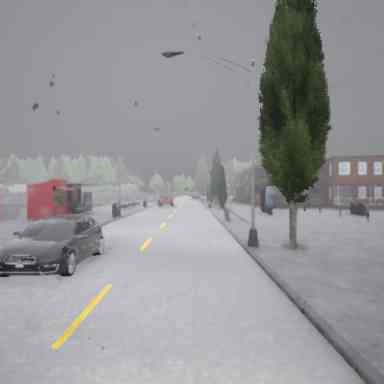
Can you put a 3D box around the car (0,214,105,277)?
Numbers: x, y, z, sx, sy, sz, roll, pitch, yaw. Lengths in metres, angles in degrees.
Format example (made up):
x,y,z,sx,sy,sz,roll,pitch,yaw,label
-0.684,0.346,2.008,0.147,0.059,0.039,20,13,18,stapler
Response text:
x,y,z,sx,sy,sz,roll,pitch,yaw,label
-4.100,1.508,10.335,1.837,1.490,4.892,0,0,0,car

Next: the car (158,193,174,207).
x,y,z,sx,sy,sz,roll,pitch,yaw,label
-4.059,1.234,52.714,2.150,2.045,5.566,0,0,1,car
